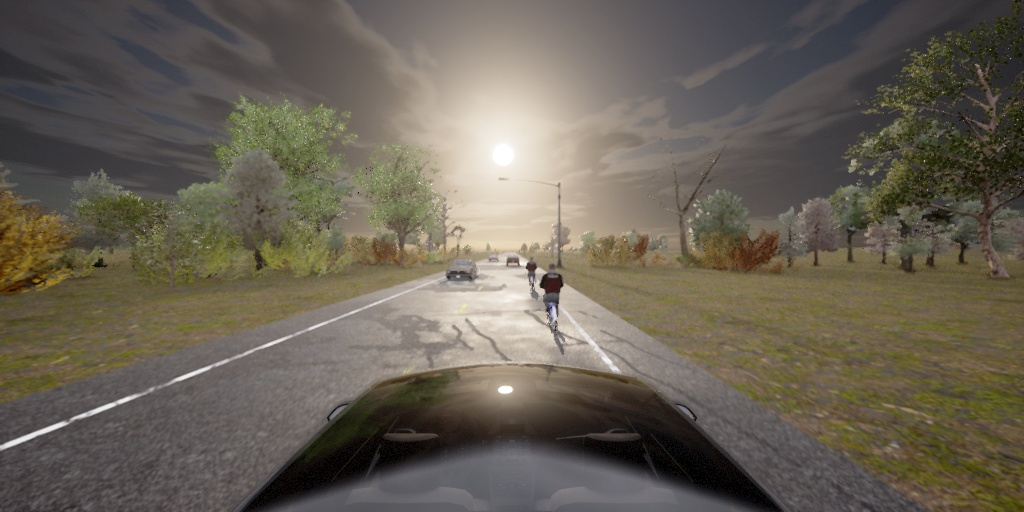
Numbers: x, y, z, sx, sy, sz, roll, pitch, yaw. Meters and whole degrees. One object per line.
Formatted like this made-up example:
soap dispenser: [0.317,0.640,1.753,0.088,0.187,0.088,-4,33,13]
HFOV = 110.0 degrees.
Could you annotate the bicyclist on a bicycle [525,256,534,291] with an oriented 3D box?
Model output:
bicyclist on a bicycle: [0.981,0.895,18.095,0.659,1.776,1.843,0,1,0]

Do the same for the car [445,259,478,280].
car: [-3.569,0.956,26.442,2.033,1.411,5.357,0,1,0]

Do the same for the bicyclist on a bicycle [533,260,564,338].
bicyclist on a bicycle: [0.970,1.022,8.887,0.659,1.776,1.843,0,1,0]

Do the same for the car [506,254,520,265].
car: [0.155,0.519,52.637,1.882,1.535,5.008,0,1,0]
